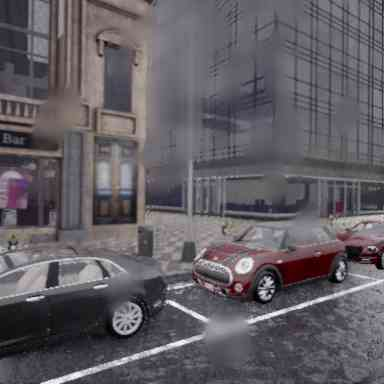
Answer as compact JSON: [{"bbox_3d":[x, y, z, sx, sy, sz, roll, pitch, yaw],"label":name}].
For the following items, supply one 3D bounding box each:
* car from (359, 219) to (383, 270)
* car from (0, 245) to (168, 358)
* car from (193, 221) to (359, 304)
[{"bbox_3d":[6.426,1.619,11.342,4.507,1.381,1.887,0,0,-36],"label":"car"},{"bbox_3d":[-2.460,1.555,4.999,4.403,1.369,2.008,0,0,-36],"label":"car"},{"bbox_3d":[1.984,1.478,8.170,4.097,1.590,1.967,0,0,-36],"label":"car"}]
